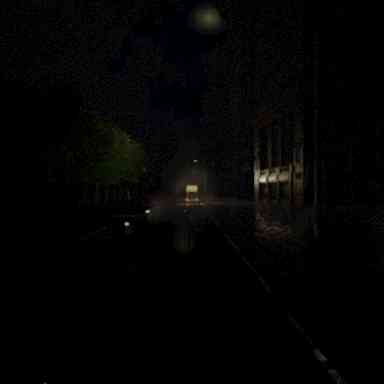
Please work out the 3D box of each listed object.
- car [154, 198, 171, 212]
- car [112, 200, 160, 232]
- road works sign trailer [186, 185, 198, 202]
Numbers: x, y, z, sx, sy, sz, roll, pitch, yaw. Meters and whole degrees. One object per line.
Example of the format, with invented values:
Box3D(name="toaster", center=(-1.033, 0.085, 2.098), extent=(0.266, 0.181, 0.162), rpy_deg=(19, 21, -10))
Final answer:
Box3D(name="car", center=(-3.403, 1.424, 36.659), extent=(2.128, 1.511, 4.902), rpy_deg=(0, 0, 0))
Box3D(name="car", center=(-3.403, 1.455, 19.820), extent=(2.128, 1.511, 4.902), rpy_deg=(0, 0, 0))
Box3D(name="road works sign trailer", center=(-0.011, 0.342, 69.853), extent=(2.380, 3.560, 2.880), rpy_deg=(0, 0, 0))
